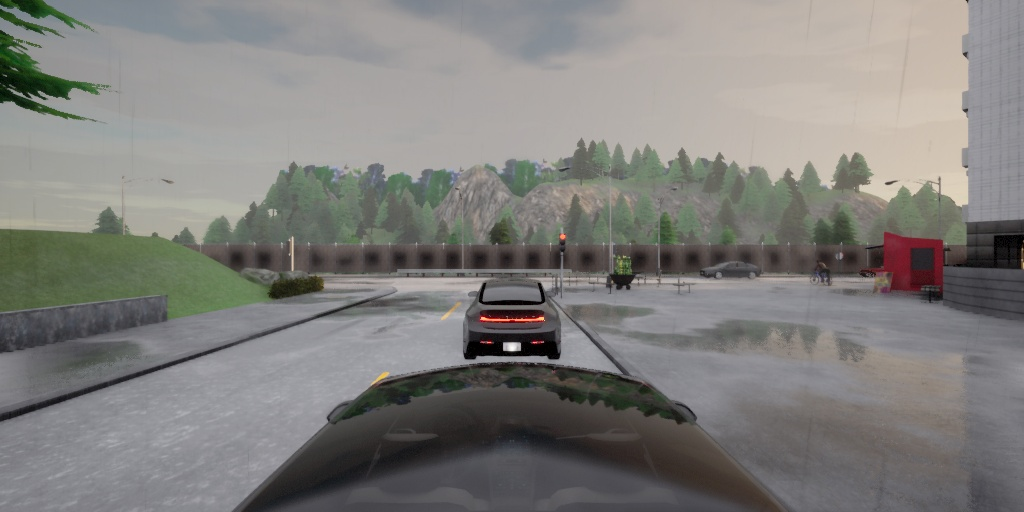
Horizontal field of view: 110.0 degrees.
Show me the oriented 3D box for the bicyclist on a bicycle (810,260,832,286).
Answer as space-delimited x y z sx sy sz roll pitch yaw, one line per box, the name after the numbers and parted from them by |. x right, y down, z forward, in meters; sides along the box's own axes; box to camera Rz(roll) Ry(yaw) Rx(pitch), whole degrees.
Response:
19.804 1.099 22.992 0.582 1.620 1.656 0 0 -1 | bicyclist on a bicycle

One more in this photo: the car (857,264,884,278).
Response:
33.452 1.350 31.509 4.718 1.301 1.895 0 0 0 | car

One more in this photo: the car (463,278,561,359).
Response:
-0.001 1.255 8.357 1.837 1.490 4.892 0 0 0 | car

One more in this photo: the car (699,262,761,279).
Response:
19.046 1.255 31.384 4.892 1.490 1.837 0 0 -1 | car
